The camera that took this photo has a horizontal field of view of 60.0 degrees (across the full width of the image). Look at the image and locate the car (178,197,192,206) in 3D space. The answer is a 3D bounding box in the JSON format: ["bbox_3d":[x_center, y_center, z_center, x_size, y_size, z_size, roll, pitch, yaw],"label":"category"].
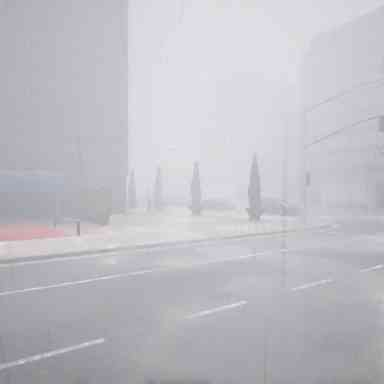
[{"bbox_3d":[-2.179,1.601,53.302,1.895,1.301,4.718,0,0,-35],"label":"car"}]

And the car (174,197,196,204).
[{"bbox_3d":[-1.424,1.601,64.736,1.895,1.301,4.718,0,0,-34],"label":"car"}]

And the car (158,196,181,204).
[{"bbox_3d":[-4.210,1.491,62.608,2.128,1.511,4.902,0,0,-34],"label":"car"}]

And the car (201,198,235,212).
[{"bbox_3d":[3.026,1.491,39.661,2.128,1.511,4.902,0,0,-35],"label":"car"}]

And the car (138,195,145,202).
[{"bbox_3d":[-9.676,1.384,70.378,1.882,1.535,5.008,0,0,-35],"label":"car"}]

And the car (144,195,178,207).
[{"bbox_3d":[-4.834,1.547,50.985,2.033,1.411,5.357,0,0,-35],"label":"car"}]

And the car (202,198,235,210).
[{"bbox_3d":[3.539,1.526,45.059,1.812,1.442,4.674,0,0,-35],"label":"car"}]

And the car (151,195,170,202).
[{"bbox_3d":[-6.801,1.384,72.375,1.882,1.535,5.008,0,0,-35],"label":"car"}]

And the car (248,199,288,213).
[{"bbox_3d":[8.535,1.564,37.866,1.994,1.385,4.181,0,0,-35],"label":"car"}]

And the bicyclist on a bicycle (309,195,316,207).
[{"bbox_3d":[16.964,1.301,46.732,1.656,1.620,0.582,0,0,-35],"label":"bicyclist on a bicycle"}]

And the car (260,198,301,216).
[{"bbox_3d":[8.219,1.352,32.185,2.097,1.767,4.553,0,0,-35],"label":"car"}]
